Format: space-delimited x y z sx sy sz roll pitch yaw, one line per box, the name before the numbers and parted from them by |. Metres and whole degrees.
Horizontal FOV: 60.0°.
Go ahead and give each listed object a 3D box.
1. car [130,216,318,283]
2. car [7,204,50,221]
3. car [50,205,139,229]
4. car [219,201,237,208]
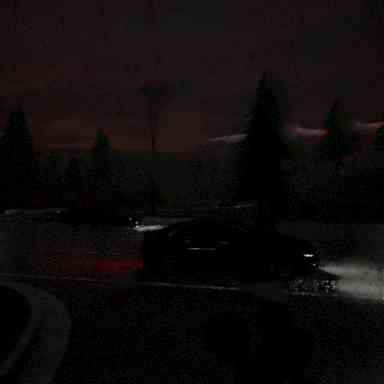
car | 0.957 1.515 9.425 4.892 1.490 1.837 0 0 13
car | -12.202 1.604 26.686 4.718 1.301 1.895 0 0 13
car | -6.107 1.556 21.747 5.357 1.411 2.033 0 0 13
car | 5.421 1.615 49.714 1.994 1.385 4.181 0 0 22
